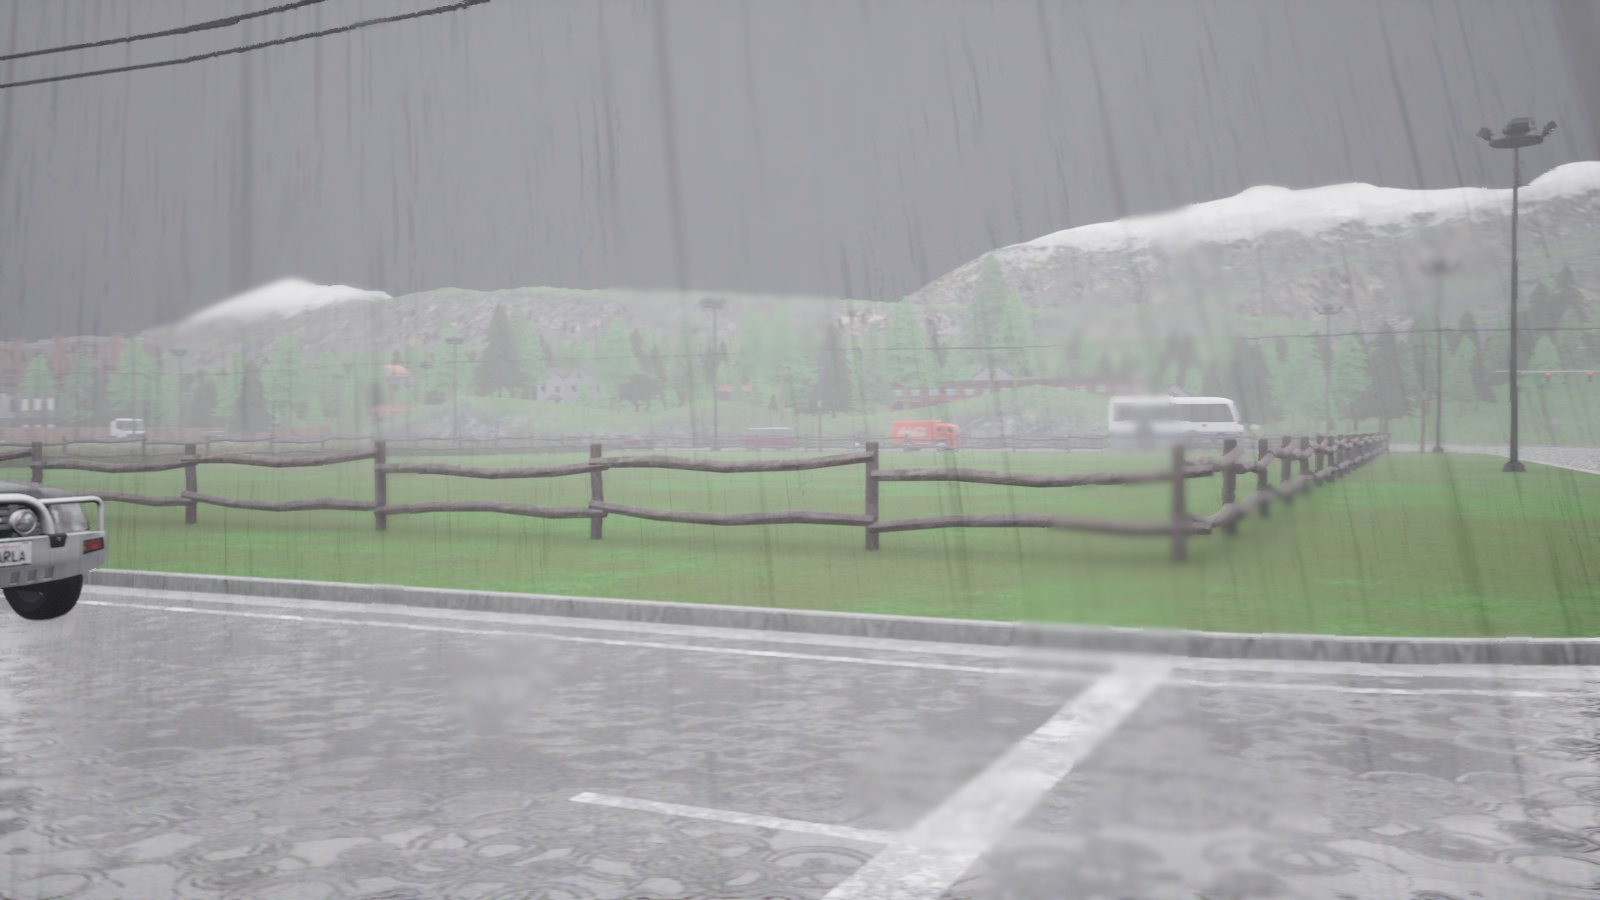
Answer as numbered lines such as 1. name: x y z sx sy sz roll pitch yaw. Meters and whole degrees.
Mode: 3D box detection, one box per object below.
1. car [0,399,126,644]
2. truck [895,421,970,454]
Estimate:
1. car: -8.137 0.453 10.527 4.605 1.855 1.932 3 2 24
2. truck: 10.221 -0.970 96.785 5.204 2.467 2.627 1 1 23
